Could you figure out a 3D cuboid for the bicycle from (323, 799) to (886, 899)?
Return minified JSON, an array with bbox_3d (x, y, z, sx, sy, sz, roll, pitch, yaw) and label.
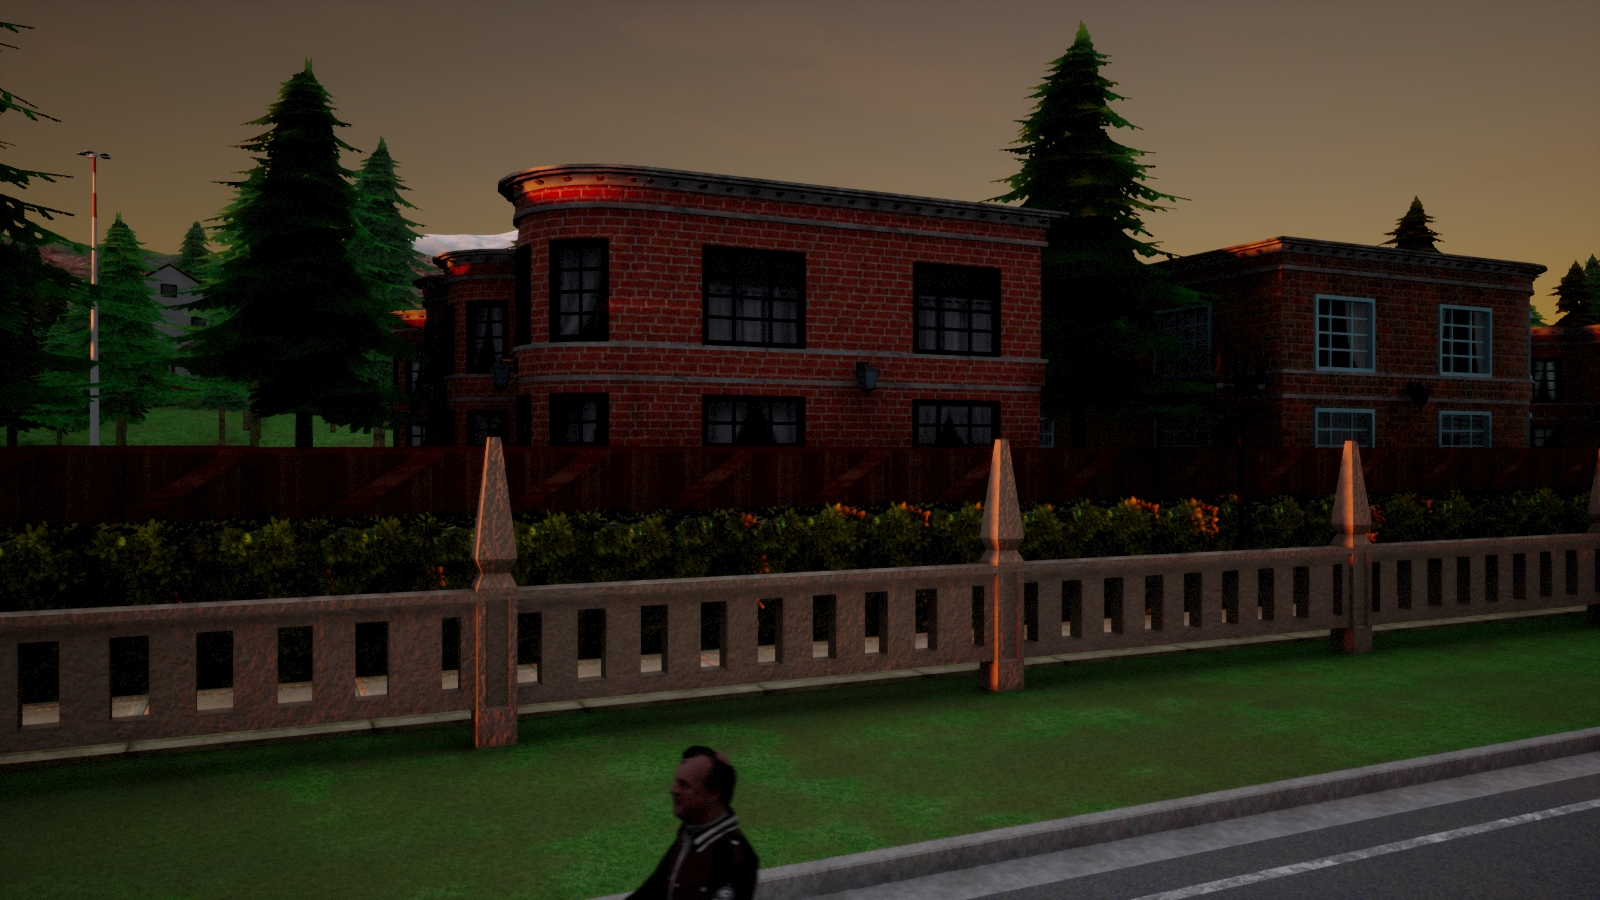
[{"bbox_3d":[-0.598,2.060,3.818,1.835,1.471,0.329,0,0,-25],"label":"bicycle"}]
